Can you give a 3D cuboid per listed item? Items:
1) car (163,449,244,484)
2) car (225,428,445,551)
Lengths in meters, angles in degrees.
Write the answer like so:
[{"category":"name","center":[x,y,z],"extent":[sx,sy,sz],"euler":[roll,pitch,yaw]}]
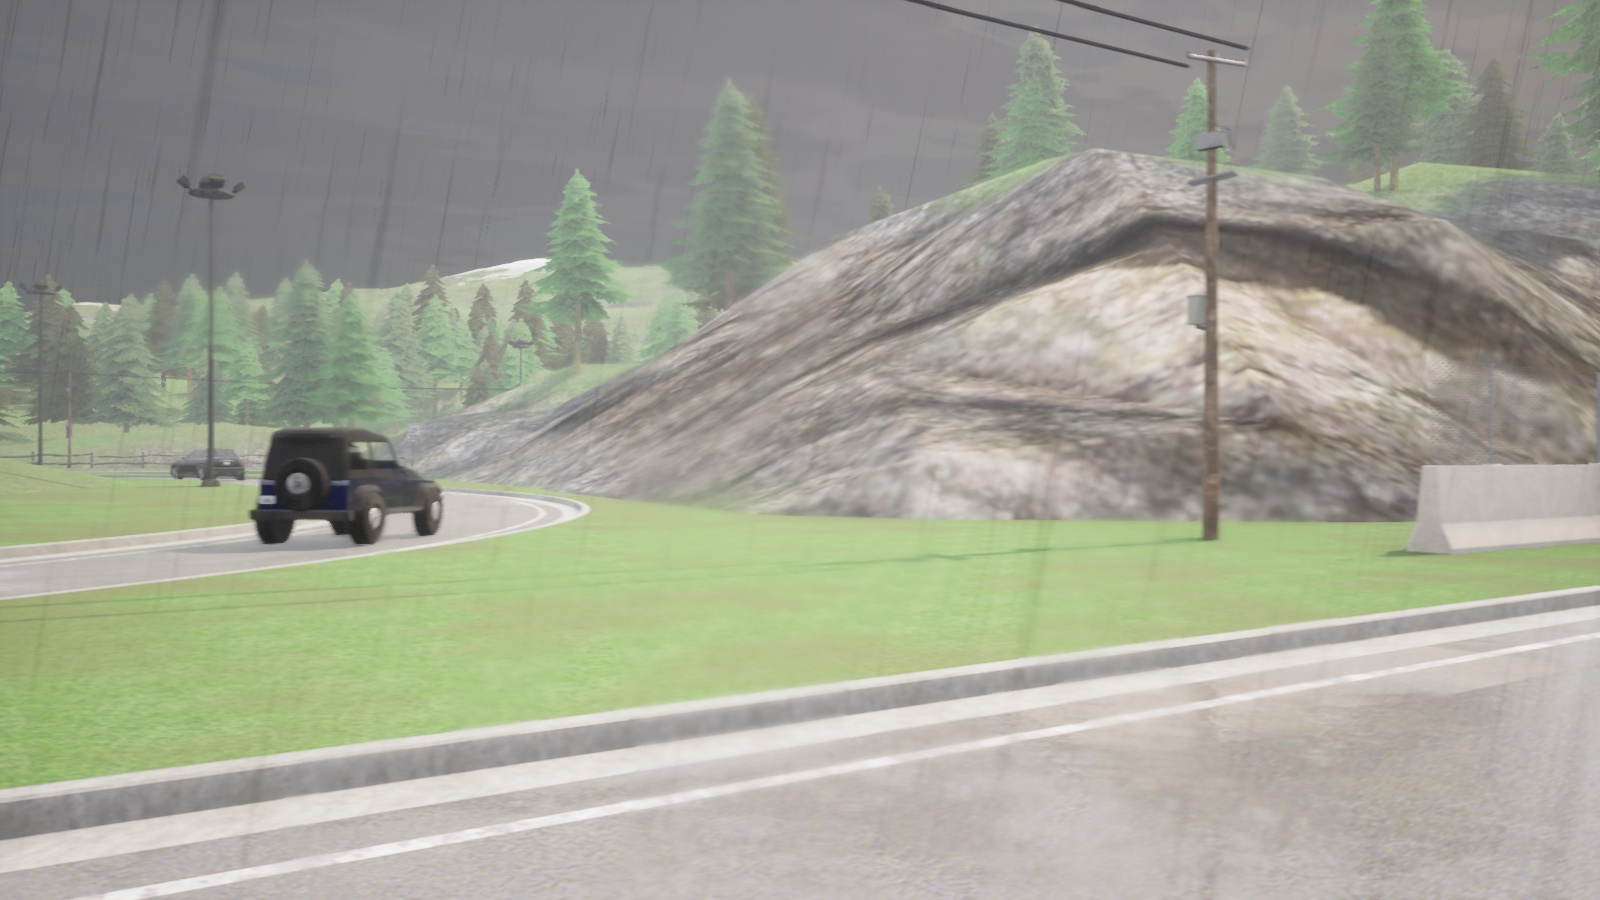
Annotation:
[{"category":"car","center":[-30.913,0.828,65.018],"extent":[4.553,1.767,2.097],"euler":[0,0,40]},{"category":"car","center":[-7.701,0.609,21.214],"extent":[1.905,1.878,3.866],"euler":[0,0,7]}]
